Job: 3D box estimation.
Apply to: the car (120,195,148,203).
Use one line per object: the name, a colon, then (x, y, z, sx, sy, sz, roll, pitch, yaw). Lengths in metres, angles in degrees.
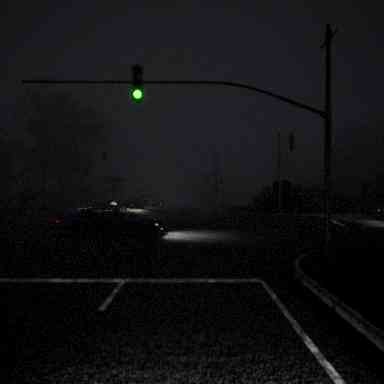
car: (-7.026, 1.385, 40.751, 1.994, 1.385, 4.181, 0, -1, 0)

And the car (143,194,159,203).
car: (-6.991, 1.355, 52.578, 2.150, 2.045, 5.566, 0, -2, 0)

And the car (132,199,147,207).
car: (-10.380, 2.244, 66.302, 2.033, 1.411, 5.357, 0, -2, 0)

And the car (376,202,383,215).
car: (16.781, 0.975, 24.469, 5.566, 2.045, 2.150, -1, 0, 13)

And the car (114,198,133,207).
car: (-10.495, 1.691, 51.348, 1.895, 1.301, 4.718, 0, -2, 0)

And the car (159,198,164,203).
car: (-6.879, 2.075, 66.945, 2.097, 1.767, 4.553, 0, -2, 0)

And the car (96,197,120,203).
car: (-10.551, 1.373, 40.952, 2.033, 1.411, 5.357, 0, -1, -4)

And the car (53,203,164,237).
car: (-4.180, 1.466, 16.998, 5.357, 1.411, 2.033, 0, 1, 4)
